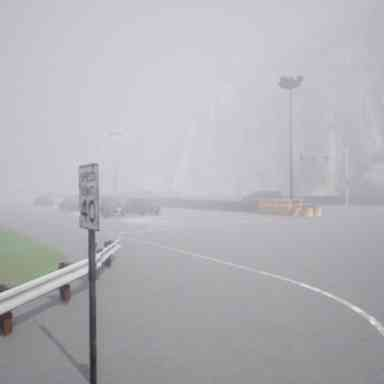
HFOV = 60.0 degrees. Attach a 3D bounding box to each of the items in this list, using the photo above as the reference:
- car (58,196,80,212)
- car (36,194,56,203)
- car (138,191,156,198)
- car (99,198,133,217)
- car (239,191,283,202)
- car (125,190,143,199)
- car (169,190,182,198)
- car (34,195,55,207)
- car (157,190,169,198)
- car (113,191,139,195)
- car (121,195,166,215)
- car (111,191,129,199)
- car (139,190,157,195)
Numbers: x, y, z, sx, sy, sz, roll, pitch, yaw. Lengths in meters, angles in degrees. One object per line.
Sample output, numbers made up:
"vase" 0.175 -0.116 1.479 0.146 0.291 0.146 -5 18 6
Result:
"car" -13.411 1.461 37.321 1.895 1.301 4.718 -1 1 -38
"car" -26.375 1.168 59.856 2.033 1.411 5.357 -1 1 -38
"car" -10.866 0.674 79.817 2.128 1.511 4.902 -1 1 -38
"car" -7.709 1.372 30.027 2.128 1.511 4.902 -1 1 -38
"car" 7.990 0.897 38.743 2.150 2.045 5.566 -1 1 -39
"car" -13.610 0.546 77.642 2.097 1.767 4.553 -1 1 -38
"car" -4.491 0.561 71.614 2.150 2.045 5.566 -1 1 -38
"car" -20.933 1.285 47.008 1.837 1.490 4.892 -1 1 -38
"car" -7.468 0.732 69.744 2.097 1.767 4.553 -1 1 -38
"car" -12.994 0.813 65.448 2.097 1.767 4.553 -1 1 -38
"car" -4.887 1.344 32.100 1.837 1.490 4.892 -1 1 -38
"car" -16.373 0.588 75.494 2.097 1.767 4.553 -1 1 -38
"car" -10.015 0.646 67.316 2.150 2.045 5.566 -1 1 -38
